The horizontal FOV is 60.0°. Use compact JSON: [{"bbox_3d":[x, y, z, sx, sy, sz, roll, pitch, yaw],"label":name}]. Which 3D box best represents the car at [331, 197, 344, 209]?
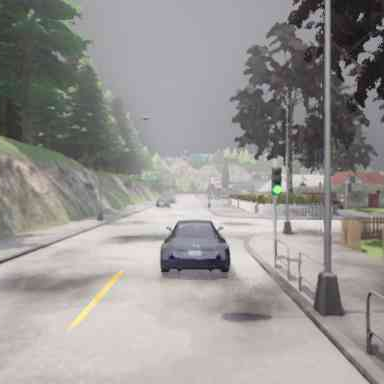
[{"bbox_3d":[15.791,1.305,38.463,1.994,1.381,4.181,0,0,0],"label":"car"}]

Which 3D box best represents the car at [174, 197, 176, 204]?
[{"bbox_3d":[-4.015,1.553,63.323,2.033,1.411,5.357,0,0,1],"label":"car"}]

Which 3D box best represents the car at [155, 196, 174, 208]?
[{"bbox_3d":[-4.076,1.495,47.241,2.128,1.511,4.902,0,0,0],"label":"car"}]

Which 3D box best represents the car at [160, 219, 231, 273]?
[{"bbox_3d":[0.088,1.564,10.660,1.994,1.385,4.181,0,0,0],"label":"car"}]
